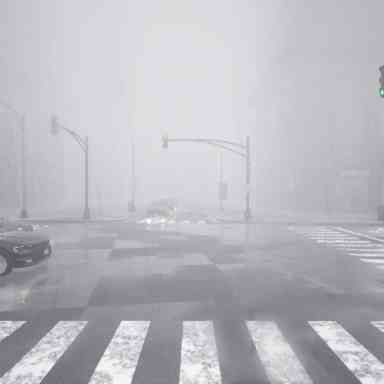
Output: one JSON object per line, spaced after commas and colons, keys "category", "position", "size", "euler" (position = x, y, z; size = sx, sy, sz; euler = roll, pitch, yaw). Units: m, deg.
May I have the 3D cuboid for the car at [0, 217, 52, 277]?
{"category": "car", "position": [-6.701, 1.477, 9.599], "size": [5.008, 1.535, 1.882], "euler": [-1, 1, 0]}

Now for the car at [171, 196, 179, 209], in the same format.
{"category": "car", "position": [-3.128, 1.538, 41.363], "size": [2.033, 1.411, 5.357], "euler": [0, 0, 0]}

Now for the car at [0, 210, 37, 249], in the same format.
{"category": "car", "position": [-8.848, 1.508, 13.676], "size": [4.181, 1.385, 1.994], "euler": [0, 1, -13]}

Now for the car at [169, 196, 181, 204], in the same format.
{"category": "car", "position": [-3.068, 1.466, 61.938], "size": [1.882, 1.535, 5.008], "euler": [0, 0, 1]}

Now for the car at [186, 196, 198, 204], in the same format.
{"category": "car", "position": [-0.021, 1.514, 62.620], "size": [1.812, 1.442, 4.674], "euler": [0, 0, 0]}

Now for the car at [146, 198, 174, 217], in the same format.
{"category": "car", "position": [-3.123, 1.540, 31.290], "size": [2.033, 1.411, 5.357], "euler": [0, 0, 0]}

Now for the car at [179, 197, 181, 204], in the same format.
{"category": "car", "position": [-3.115, 1.553, 51.446], "size": [1.994, 1.385, 4.181], "euler": [0, 0, 1]}
